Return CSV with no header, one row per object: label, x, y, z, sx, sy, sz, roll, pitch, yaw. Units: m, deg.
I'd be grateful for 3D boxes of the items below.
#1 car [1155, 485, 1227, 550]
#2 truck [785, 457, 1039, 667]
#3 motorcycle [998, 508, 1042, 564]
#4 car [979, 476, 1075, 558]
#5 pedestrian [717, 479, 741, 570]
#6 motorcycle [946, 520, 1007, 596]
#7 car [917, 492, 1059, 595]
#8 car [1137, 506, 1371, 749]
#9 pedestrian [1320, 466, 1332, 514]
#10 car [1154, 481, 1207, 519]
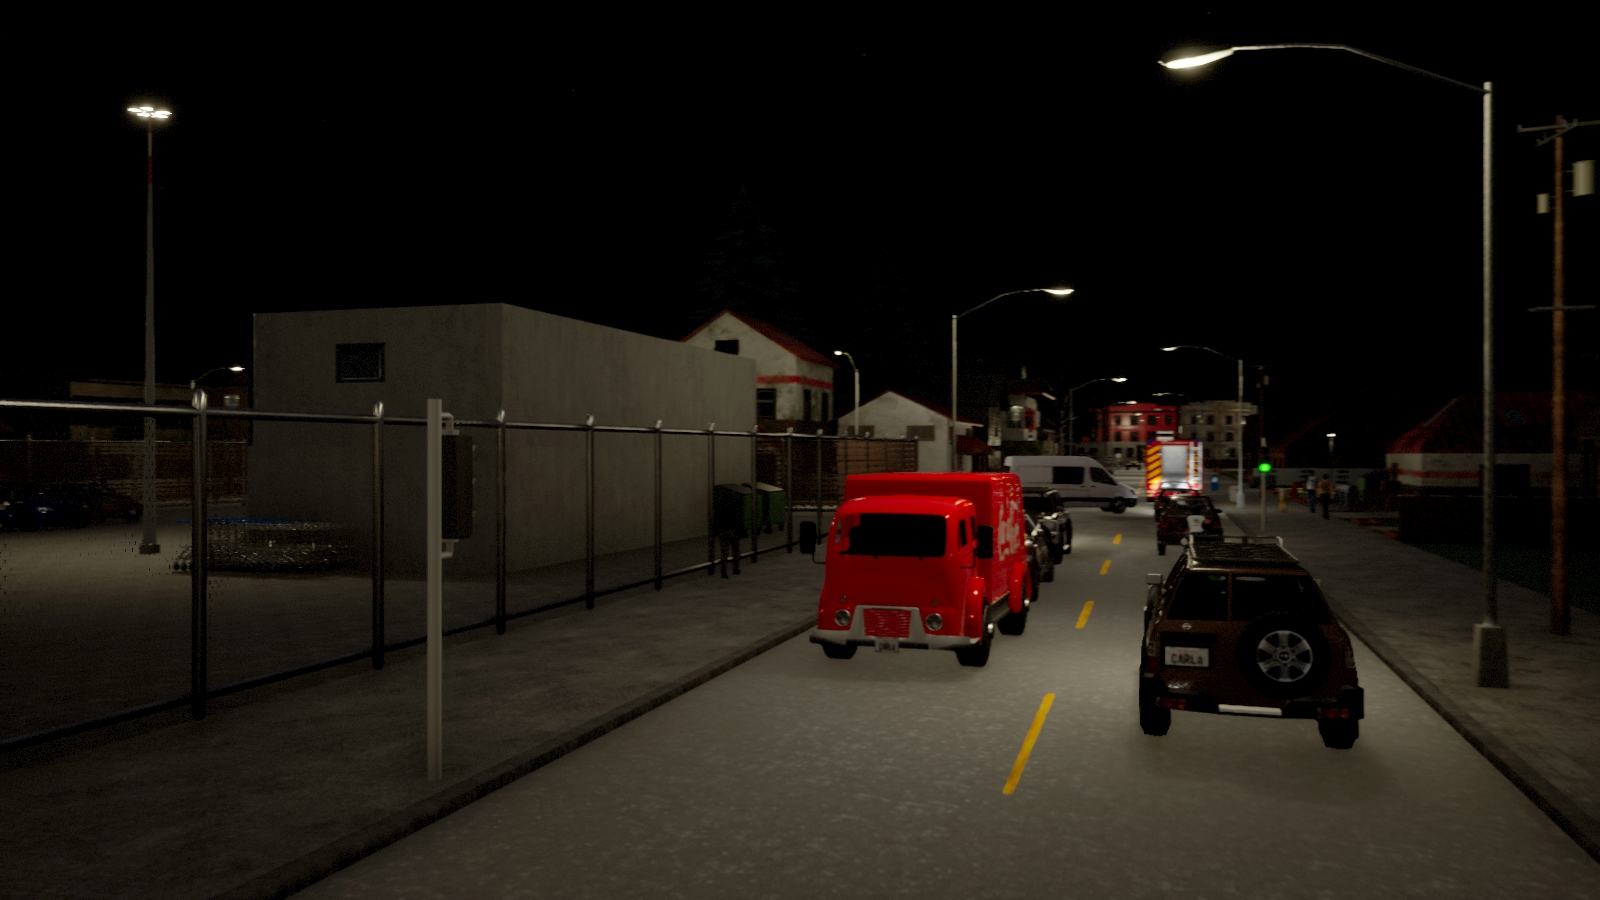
car,10.727,1.811,31.528,1.789,1.549,3.705,0,0,17
truck,1.846,1.352,16.505,2.627,2.467,5.204,0,0,18
motorcycle,5.197,1.998,26.920,0.803,1.145,2.033,0,0,17
car,5.963,1.650,29.644,1.932,1.855,4.605,0,0,18
pedestrian,-1.470,1.531,23.636,0.375,1.860,0.375,0,0,19
motorcycle,3.289,1.967,21.145,0.856,1.236,1.805,0,0,17
car,3.938,1.777,23.165,2.152,1.651,5.027,0,0,17
car,4.687,1.645,12.312,1.932,1.855,4.605,0,0,18
pedestrian,20.177,1.532,43.849,0.375,1.860,0.375,0,0,16
car,15.088,1.943,45.465,1.895,1.301,4.718,0,0,17
